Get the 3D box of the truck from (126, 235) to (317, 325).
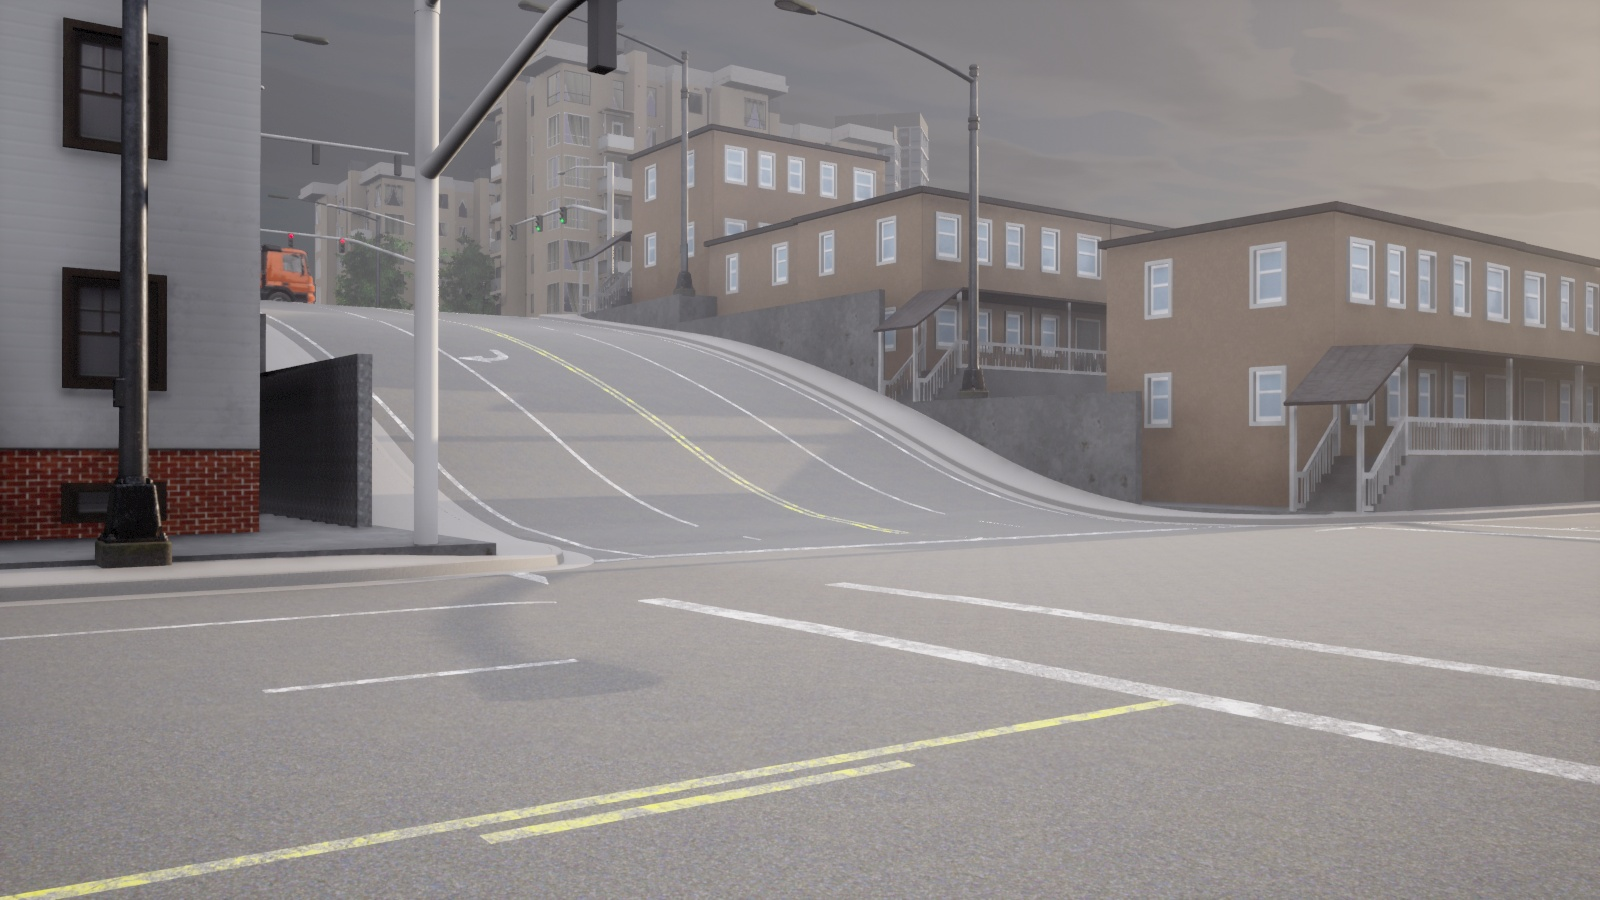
[{"bbox_3d":[-27.738,-8.051,60.434,7.936,3.462,2.891,-1,0,-35],"label":"truck"}]
